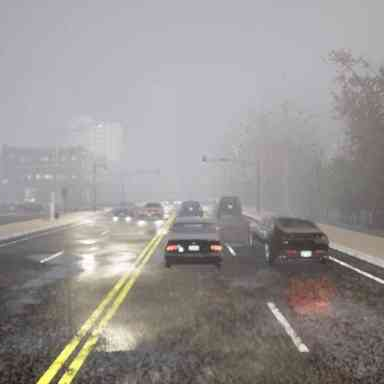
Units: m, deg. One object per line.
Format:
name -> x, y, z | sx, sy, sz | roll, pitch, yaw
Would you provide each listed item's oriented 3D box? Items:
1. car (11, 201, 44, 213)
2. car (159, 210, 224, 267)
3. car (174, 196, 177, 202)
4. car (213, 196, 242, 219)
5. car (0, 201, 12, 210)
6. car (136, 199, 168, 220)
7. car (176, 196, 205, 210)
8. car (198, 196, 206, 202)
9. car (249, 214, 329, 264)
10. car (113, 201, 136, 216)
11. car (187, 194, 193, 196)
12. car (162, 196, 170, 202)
car -> -20.216, 2.000, 42.753 | 4.313, 1.339, 1.947 | -1, 1, 0
car -> 0.035, 1.594, 11.614 | 2.033, 1.411, 5.357 | 0, 0, 0
car -> -3.809, 1.873, 89.770 | 2.128, 1.511, 4.902 | 0, 0, 0
car -> 3.169, 1.338, 30.090 | 2.150, 2.045, 5.566 | 0, 0, 0
car -> -28.603, 2.036, 51.212 | 4.403, 1.369, 2.008 | -1, 1, 0
car -> -3.477, 1.645, 29.570 | 1.812, 1.442, 4.674 | 0, 0, 0
car -> -0.078, 1.469, 29.457 | 2.097, 1.767, 4.553 | 0, 0, 0
car -> 2.674, 1.869, 92.499 | 2.128, 1.511, 4.902 | 0, 0, 0
car -> 3.280, 1.550, 12.013 | 1.837, 1.490, 4.892 | 0, 0, 0
car -> -6.712, 1.688, 34.462 | 2.033, 1.411, 5.357 | 0, 0, 0
car -> -0.573, 1.552, 92.094 | 2.150, 2.045, 5.566 | 0, 0, 0
car -> -7.059, 1.875, 89.750 | 2.128, 1.511, 4.902 | 0, 0, 0
